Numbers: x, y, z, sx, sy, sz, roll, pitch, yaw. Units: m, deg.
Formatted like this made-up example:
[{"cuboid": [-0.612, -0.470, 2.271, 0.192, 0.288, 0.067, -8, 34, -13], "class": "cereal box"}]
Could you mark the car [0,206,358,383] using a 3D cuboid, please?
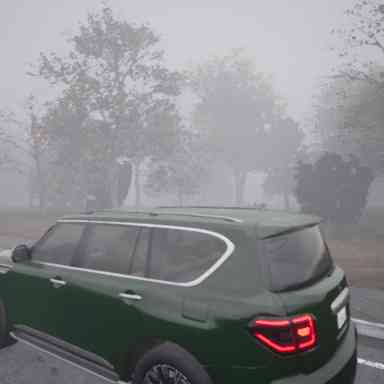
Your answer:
[{"cuboid": [-0.837, 1.221, 4.557, 5.566, 2.045, 2.150, 0, 0, 35], "class": "car"}]
